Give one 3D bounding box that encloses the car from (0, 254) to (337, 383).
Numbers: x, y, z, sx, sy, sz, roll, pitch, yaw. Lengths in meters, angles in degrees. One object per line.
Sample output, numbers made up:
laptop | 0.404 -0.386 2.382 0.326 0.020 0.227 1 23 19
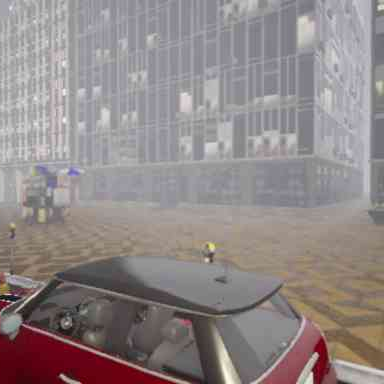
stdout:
car | -0.803 1.404 3.425 4.097 1.590 1.967 0 1 34
